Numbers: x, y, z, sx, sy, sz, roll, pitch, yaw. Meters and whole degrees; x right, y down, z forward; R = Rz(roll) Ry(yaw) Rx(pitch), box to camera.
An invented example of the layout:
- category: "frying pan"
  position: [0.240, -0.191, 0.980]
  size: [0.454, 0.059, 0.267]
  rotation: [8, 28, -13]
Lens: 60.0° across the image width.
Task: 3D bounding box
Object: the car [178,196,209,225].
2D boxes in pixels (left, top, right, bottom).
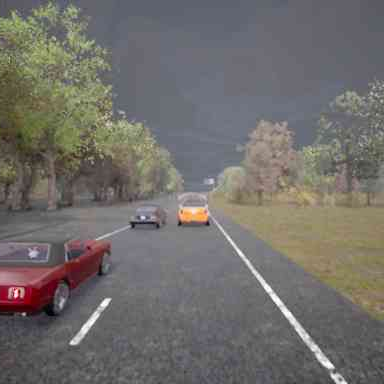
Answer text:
- category: "car"
  position: [0.115, 1.320, 23.820]
  size: [2.097, 1.767, 4.553]
  rotation: [0, 0, 0]

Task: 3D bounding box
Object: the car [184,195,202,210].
- category: "car"
  position: [0.125, 1.297, 42.463]
  size: [2.097, 1.767, 4.553]
  rotation: [0, 0, 0]

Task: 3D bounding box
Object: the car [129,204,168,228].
- category: "car"
  position: [-2.750, 1.519, 21.766]
  size: [2.033, 1.411, 5.357]
  rotation: [0, 0, 2]

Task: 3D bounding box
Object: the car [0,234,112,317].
- category: "car"
  position: [-3.234, 1.590, 7.388]
  size: [1.895, 1.301, 4.718]
  rotation: [0, 0, 1]
